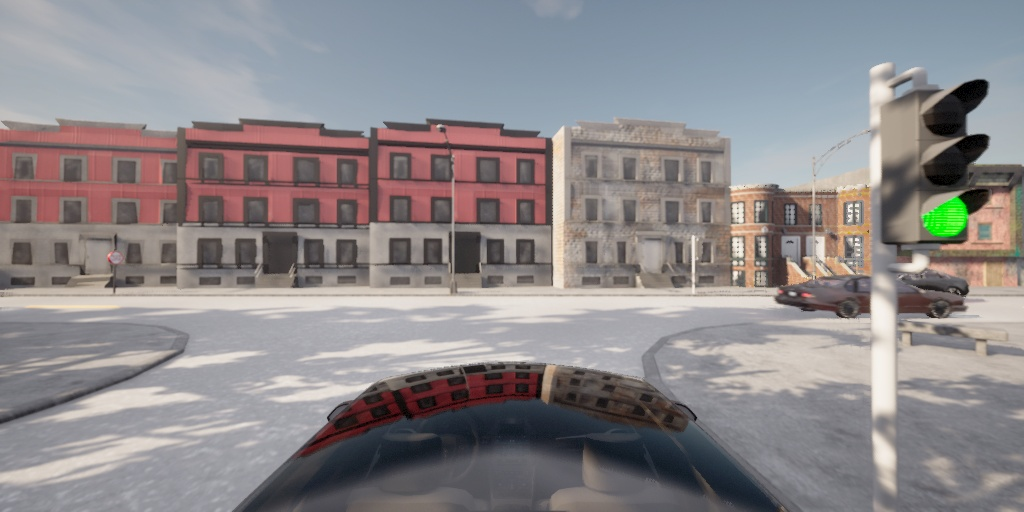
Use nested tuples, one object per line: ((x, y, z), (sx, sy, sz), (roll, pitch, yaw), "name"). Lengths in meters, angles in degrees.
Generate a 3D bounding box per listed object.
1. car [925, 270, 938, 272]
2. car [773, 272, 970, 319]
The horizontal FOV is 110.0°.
((18.141, 1.349, 16.757), (4.902, 1.511, 2.128), (0, 0, 0), "car")
((12.316, 1.374, 12.562), (5.357, 1.411, 2.033), (0, 0, 0), "car")
